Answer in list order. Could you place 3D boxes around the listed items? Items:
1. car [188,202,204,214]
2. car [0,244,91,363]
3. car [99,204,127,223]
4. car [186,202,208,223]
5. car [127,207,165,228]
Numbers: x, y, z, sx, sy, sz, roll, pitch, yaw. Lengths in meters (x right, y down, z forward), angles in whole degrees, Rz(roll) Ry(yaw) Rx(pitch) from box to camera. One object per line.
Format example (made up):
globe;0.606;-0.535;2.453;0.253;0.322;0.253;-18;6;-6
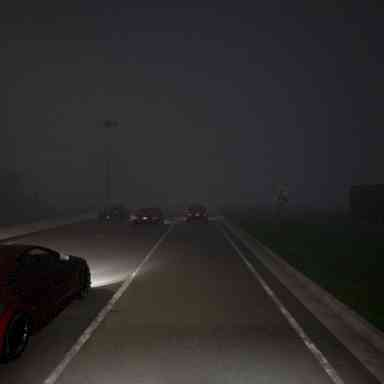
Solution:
car;0.578;2.072;44.234;1.994;1.385;4.181;0;-1;1
car;-3.308;1.628;5.973;1.994;1.385;4.181;0;-1;0
car;-6.572;1.809;28.647;2.128;1.511;4.902;0;-1;1
car;0.430;1.879;28.769;2.033;1.411;5.357;0;-1;0
car;-3.118;1.827;24.820;2.033;1.411;5.357;0;-1;1
